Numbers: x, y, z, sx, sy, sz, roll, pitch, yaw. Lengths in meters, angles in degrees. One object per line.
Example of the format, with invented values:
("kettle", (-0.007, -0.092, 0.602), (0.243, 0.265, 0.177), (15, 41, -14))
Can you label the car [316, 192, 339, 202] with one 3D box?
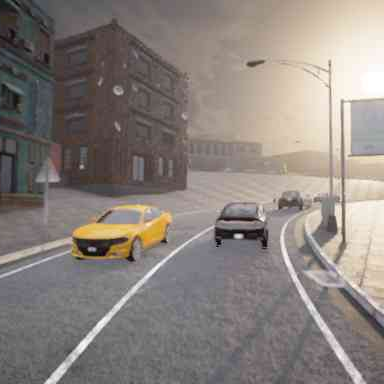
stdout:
("car", (18.503, 0.750, 45.865), (4.181, 1.385, 1.994), (0, -2, -39))

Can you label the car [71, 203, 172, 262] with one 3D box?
("car", (-2.117, 1.199, 11.293), (1.882, 1.535, 5.008), (0, 1, 13))

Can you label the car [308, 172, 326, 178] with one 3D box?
("car", (28.397, -3.779, 78.272), (4.553, 1.767, 2.185), (2, -3, -23))

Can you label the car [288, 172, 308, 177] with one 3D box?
("car", (23.321, -3.804, 76.088), (5.008, 1.535, 2.097), (2, -3, -22))

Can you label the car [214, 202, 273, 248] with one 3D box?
("car", (2.079, 1.141, 13.029), (2.128, 1.511, 4.902), (0, 1, 14))

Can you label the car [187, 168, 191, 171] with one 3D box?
("car", (-2.507, -4.519, 66.513), (4.553, 1.767, 2.185), (1, -3, -20))

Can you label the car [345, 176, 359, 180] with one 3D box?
("car", (38.575, -3.293, 83.035), (4.674, 1.452, 2.002), (2, -3, -26))

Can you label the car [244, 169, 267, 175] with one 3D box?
("car", (12.992, -4.084, 72.043), (4.892, 1.521, 2.231), (1, -3, -20))

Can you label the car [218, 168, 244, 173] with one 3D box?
("car", (7.797, -4.196, 70.182), (4.892, 1.521, 2.231), (1, -3, -20))

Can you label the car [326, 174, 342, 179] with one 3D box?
("car", (33.603, -3.463, 80.645), (4.792, 1.488, 2.163), (2, -3, -25))

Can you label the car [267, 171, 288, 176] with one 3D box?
("car", (18.178, -3.909, 74.008), (4.674, 1.452, 2.002), (2, -3, -21))

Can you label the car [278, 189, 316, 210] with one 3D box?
("car", (9.308, 0.630, 29.811), (2.097, 1.767, 4.553), (-1, 0, 31))
